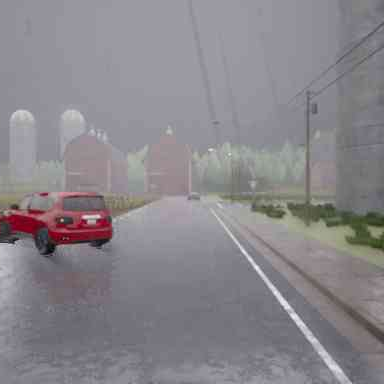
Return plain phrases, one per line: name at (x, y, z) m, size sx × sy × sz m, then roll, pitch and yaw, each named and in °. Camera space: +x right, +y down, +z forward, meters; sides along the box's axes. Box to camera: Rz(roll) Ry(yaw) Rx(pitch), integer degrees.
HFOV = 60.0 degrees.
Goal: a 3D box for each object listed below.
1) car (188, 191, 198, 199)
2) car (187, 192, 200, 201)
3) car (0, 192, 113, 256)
car at (0.281, 0.575, 63.520) m, size 1.895 × 1.301 × 4.718 m, roll 0°, pitch 1°, yaw 1°
car at (0.297, 0.669, 52.997) m, size 1.812 × 1.442 × 4.674 m, roll 0°, pitch 1°, yaw 1°
car at (-5.225, 1.019, 12.484) m, size 5.566 × 2.045 × 2.150 m, roll 1°, pitch 0°, yaw 42°
